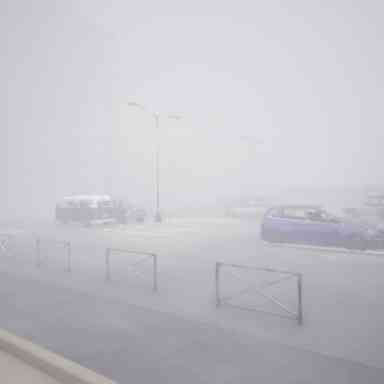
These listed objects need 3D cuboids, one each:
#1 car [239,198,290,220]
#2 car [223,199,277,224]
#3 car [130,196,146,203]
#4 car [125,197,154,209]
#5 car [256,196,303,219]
[{"bbox_3d":[6.359,1.496,29.949,3.905,1.438,1.784,-1,0,36],"label":"car"},{"bbox_3d":[4.670,1.527,27.598,3.806,1.475,1.970,-1,0,36],"label":"car"},{"bbox_3d":[-13.591,1.934,83.973,1.851,1.617,3.988,-1,0,36],"label":"car"},{"bbox_3d":[-9.527,1.976,63.452,2.033,1.411,5.357,-1,0,36],"label":"car"},{"bbox_3d":[7.882,1.286,32.159,4.605,1.855,1.932,-1,0,36],"label":"car"}]
